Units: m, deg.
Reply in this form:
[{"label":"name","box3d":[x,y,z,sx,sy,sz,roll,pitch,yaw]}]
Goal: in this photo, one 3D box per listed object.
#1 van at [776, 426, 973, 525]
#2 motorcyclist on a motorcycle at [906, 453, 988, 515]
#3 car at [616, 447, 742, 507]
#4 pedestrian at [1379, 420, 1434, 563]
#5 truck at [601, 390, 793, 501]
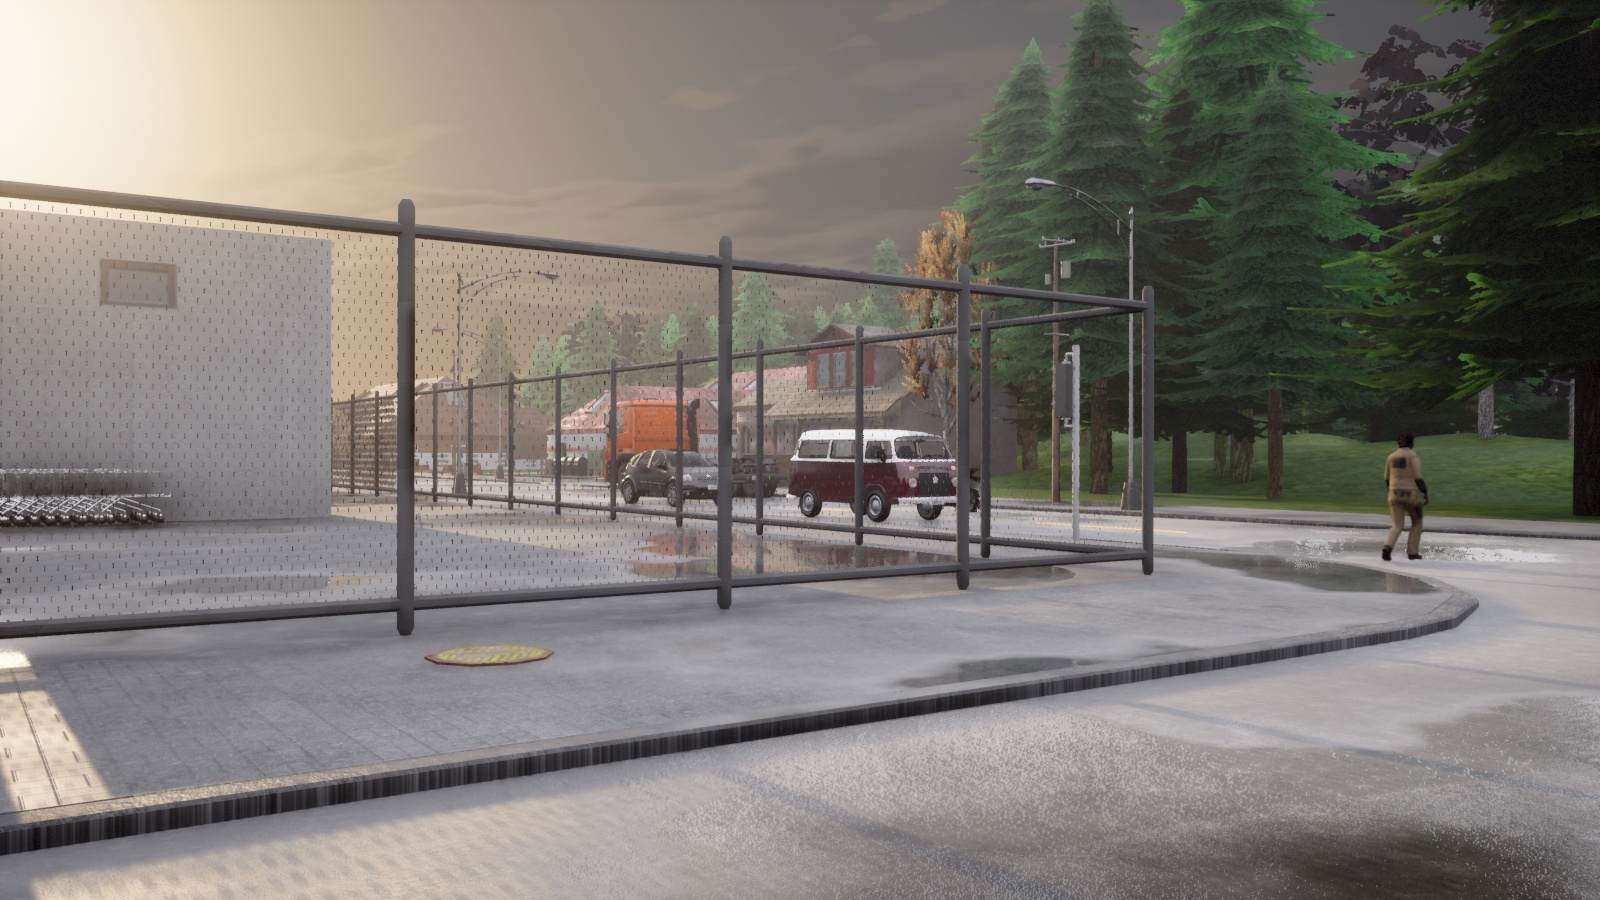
[{"label":"van","box3d":[1.591,0.534,28.441,2.069,2.038,4.480,0,0,-36]},{"label":"motorcyclist on a motorcycle","box3d":[3.778,0.851,32.389,0.866,1.530,2.191,0,0,-35]},{"label":"car","box3d":[-3.518,0.738,35.892,1.851,1.617,3.988,0,0,-35]},{"label":"pedestrian","box3d":[8.331,0.560,17.249,0.692,1.930,0.396,0,0,-35]},{"label":"truck","box3d":[-3.727,-0.123,43.236,2.891,3.462,7.936,0,0,-36]}]
